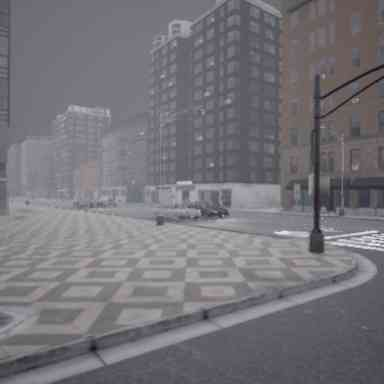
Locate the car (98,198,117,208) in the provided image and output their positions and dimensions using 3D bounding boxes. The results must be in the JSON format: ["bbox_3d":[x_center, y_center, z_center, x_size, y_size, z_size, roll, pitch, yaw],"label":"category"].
[{"bbox_3d":[-12.467,1.566,48.023,1.812,1.442,4.674,0,-1,-35],"label":"car"}]

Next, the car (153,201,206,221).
[{"bbox_3d":[-1.262,1.572,26.848,1.895,1.301,4.718,0,0,-36],"label":"car"}]

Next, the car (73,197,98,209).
[{"bbox_3d":[-15.106,1.524,46.126,1.837,1.490,4.892,0,-1,-35],"label":"car"}]

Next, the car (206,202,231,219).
[{"bbox_3d":[0.997,1.542,29.272,2.033,1.411,5.357,0,0,-36],"label":"car"}]
